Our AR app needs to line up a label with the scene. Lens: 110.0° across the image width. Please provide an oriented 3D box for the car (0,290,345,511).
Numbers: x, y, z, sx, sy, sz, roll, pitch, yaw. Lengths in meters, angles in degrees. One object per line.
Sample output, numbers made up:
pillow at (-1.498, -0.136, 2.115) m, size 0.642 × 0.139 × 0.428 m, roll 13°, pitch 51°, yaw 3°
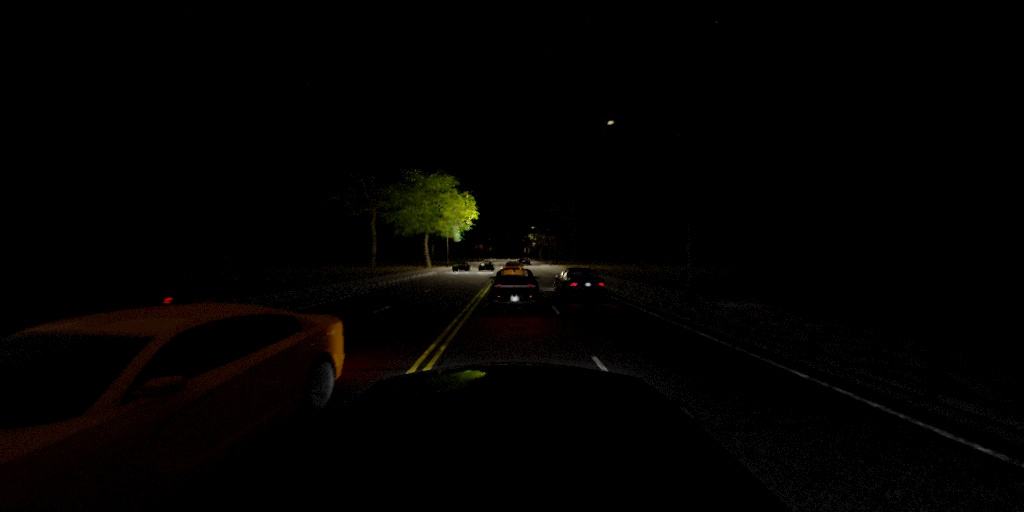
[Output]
car at (-3.350, 1.228, 3.154) m, size 1.882 × 1.535 × 5.008 m, roll 0°, pitch 0°, yaw 0°

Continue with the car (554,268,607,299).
car at (3.347, 1.312, 18.305) m, size 2.033 × 1.411 × 5.357 m, roll 0°, pitch 0°, yaw 0°

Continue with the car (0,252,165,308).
car at (-6.602, 0.972, 3.573) m, size 2.150 × 2.045 × 5.566 m, roll 0°, pitch 0°, yaw 0°

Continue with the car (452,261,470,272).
car at (-6.577, 1.358, 46.958) m, size 2.033 × 1.411 × 5.357 m, roll 0°, pitch 0°, yaw 0°

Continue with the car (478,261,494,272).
car at (-3.327, 1.375, 47.370) m, size 1.994 × 1.385 × 4.181 m, roll 0°, pitch 0°, yaw 0°

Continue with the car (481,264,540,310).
car at (0.096, 1.250, 14.666) m, size 2.128 × 1.511 × 4.902 m, roll 0°, pitch 0°, yaw 0°

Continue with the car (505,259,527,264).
car at (0.093, 1.266, 33.192) m, size 1.882 × 1.535 × 5.008 m, roll 0°, pitch 0°, yaw 0°
